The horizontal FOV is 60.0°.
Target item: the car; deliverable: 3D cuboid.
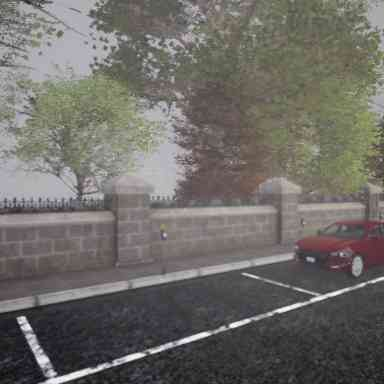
[{"bbox_3d":[4.979,1.542,10.109,4.507,1.381,1.887,0,0,-35],"label":"car"}]
